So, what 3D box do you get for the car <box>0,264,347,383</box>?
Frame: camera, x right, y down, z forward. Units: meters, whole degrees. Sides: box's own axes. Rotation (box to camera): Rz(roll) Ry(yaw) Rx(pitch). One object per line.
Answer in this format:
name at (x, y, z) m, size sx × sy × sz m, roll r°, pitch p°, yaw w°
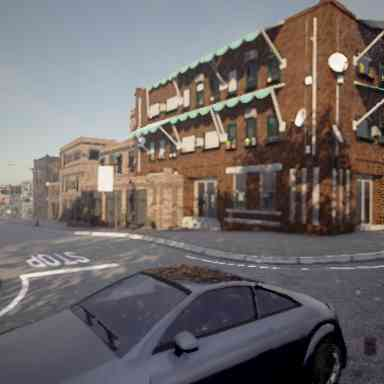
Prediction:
car at (-0.225, 1.573, 3.552) m, size 4.181 × 1.385 × 1.994 m, roll 0°, pitch 0°, yaw -36°
